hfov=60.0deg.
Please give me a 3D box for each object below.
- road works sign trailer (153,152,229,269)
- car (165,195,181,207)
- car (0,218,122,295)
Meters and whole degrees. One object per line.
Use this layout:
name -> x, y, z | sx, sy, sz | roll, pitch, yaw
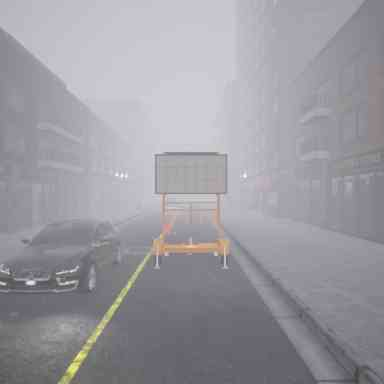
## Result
road works sign trailer -> -0.029, 0.467, 11.182 | 2.380, 3.560, 2.880 | 0, 0, 0
car -> -3.263, 1.526, 51.861 | 2.128, 1.511, 4.902 | 0, 0, 0
car -> -3.128, 1.506, 8.866 | 1.837, 1.490, 4.892 | 0, 0, 0
